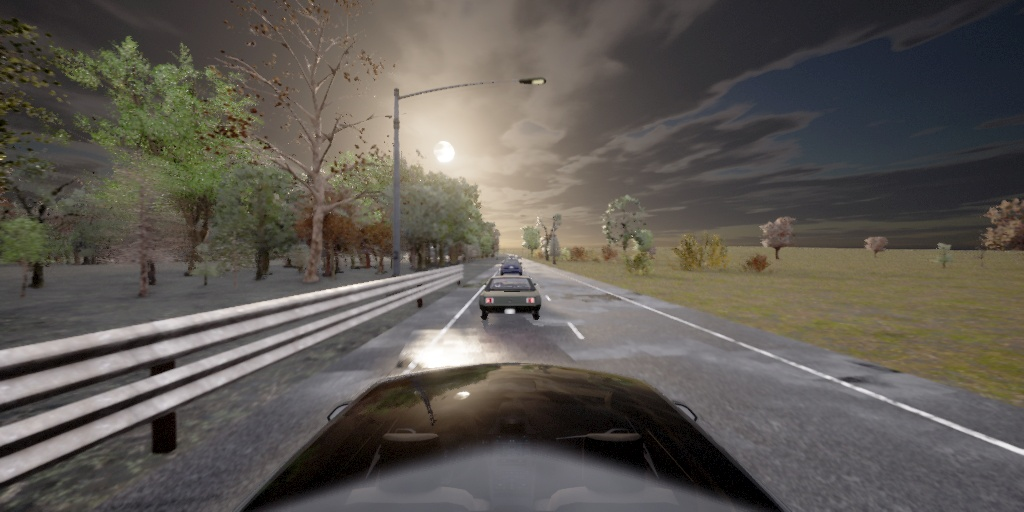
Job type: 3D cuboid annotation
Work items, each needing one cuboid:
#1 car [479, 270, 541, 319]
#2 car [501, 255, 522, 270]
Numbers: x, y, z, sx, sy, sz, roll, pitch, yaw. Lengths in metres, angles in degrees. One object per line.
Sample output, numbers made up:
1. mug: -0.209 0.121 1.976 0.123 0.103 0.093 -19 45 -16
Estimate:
1. car: -0.055 1.341 12.800 1.895 1.301 4.718 0 0 0
2. car: -0.044 1.060 35.693 2.097 1.767 4.553 0 0 0
